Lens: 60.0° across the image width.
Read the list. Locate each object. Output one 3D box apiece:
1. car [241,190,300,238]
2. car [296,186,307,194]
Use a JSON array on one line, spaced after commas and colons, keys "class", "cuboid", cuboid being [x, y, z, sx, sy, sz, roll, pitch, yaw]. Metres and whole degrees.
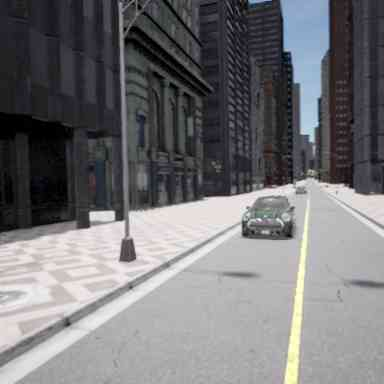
[{"class": "car", "cuboid": [3.657, 0.973, 15.357, 2.097, 1.767, 4.553, -1, 1, 20]}, {"class": "car", "cuboid": [21.927, -0.468, 66.562, 2.097, 1.767, 4.553, -1, 1, 20]}]
